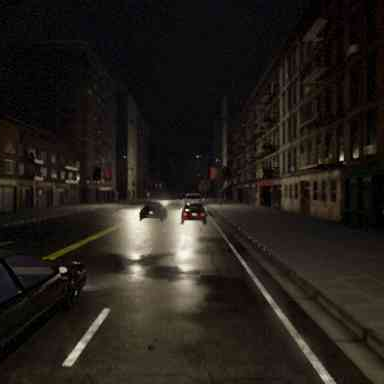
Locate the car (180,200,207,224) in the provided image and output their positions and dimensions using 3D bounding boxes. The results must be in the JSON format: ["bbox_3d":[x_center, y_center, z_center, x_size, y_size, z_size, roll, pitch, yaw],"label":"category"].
[{"bbox_3d":[0.115,1.555,24.839,2.033,1.411,5.357,0,0,0],"label":"car"}]

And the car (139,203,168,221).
[{"bbox_3d":[-3.132,1.574,27.482,1.994,1.385,4.181,0,0,0],"label":"car"}]

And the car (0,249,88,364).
[{"bbox_3d":[-3.149,1.548,4.687,2.033,1.411,5.357,0,0,0],"label":"car"}]

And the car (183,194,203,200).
[{"bbox_3d":[0.119,1.241,40.609,2.150,2.045,5.566,0,0,0],"label":"car"}]
